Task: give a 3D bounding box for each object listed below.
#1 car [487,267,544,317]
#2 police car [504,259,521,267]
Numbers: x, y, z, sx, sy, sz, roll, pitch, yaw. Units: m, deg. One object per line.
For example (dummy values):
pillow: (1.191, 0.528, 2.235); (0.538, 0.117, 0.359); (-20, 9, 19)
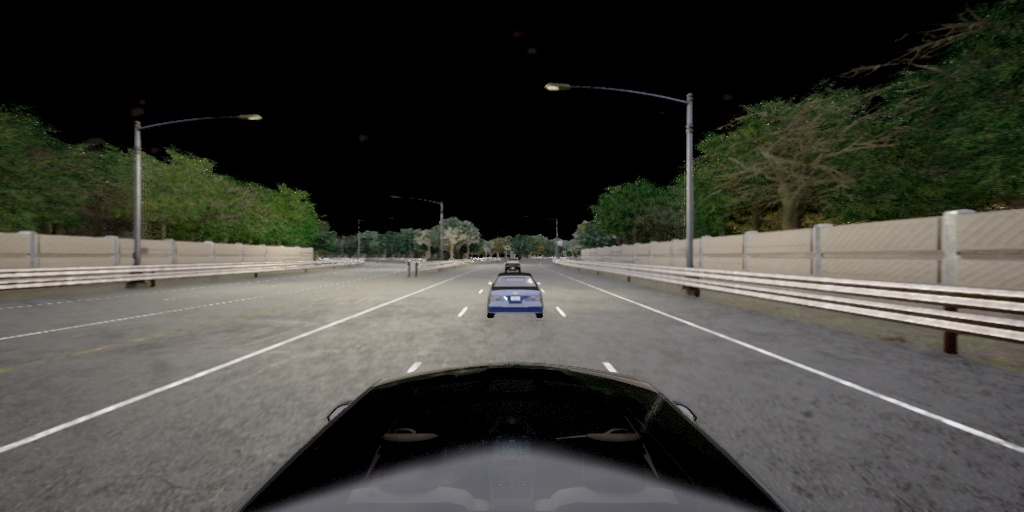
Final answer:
car: (0.099, 1.297, 13.047); (2.033, 1.411, 5.357); (0, 0, 0)
police car: (0.096, 1.175, 43.896); (1.930, 1.638, 5.238); (0, 0, 0)
